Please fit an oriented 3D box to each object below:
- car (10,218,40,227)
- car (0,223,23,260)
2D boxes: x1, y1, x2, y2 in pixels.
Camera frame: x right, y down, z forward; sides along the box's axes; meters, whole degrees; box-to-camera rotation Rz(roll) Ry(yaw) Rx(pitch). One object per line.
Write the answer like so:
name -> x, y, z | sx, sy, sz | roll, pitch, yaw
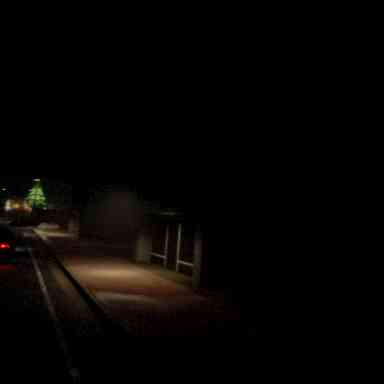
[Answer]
car -> -25.366, 4.634, 50.625 | 2.033, 1.411, 5.357 | 3, -6, 8
car -> -9.832, 2.479, 16.550 | 2.033, 1.411, 5.357 | 7, -6, -26
